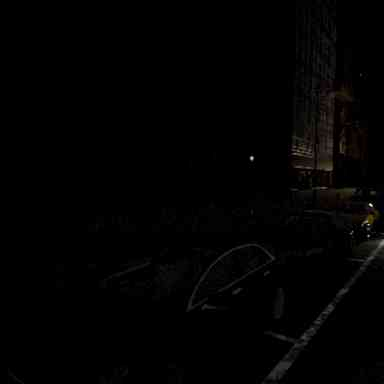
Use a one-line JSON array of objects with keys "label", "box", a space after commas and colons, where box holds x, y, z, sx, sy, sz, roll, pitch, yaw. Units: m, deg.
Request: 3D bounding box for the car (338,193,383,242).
[{"label": "car", "box": [6.436, 0.957, 13.371, 1.752, 1.417, 4.829, 3, 3, 36]}]

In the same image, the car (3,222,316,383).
[{"label": "car", "box": [-0.071, 1.321, 4.448, 2.008, 1.369, 4.403, 3, 3, 36]}]

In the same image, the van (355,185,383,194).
[{"label": "van", "box": [9.841, 0.596, 18.030, 1.690, 1.788, 3.998, 3, 3, 36]}]

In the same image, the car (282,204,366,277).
[{"label": "car", "box": [3.232, 1.180, 8.980, 1.802, 1.307, 4.206, 3, 3, 36]}]
